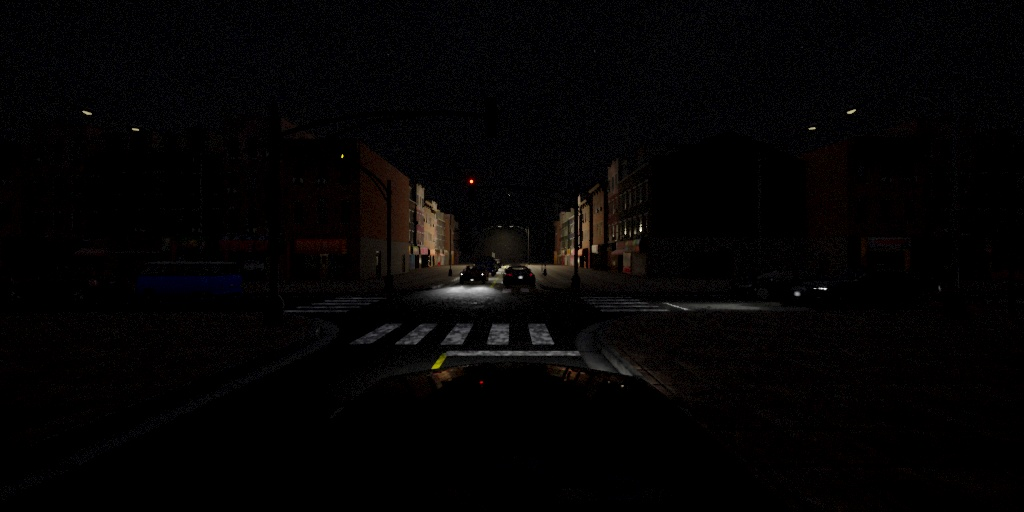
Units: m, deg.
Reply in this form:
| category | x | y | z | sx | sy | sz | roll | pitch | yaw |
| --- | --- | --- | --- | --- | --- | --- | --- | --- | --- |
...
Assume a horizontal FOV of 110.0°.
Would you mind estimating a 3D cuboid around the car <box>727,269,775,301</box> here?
| category | x | y | z | sx | sy | sz | roll | pitch | yaw |
| --- | --- | --- | --- | --- | --- | --- | --- | --- | --- |
| car | 12.291 | 1.267 | 16.480 | 4.403 | 1.370 | 2.007 | 0 | 0 | 0 |

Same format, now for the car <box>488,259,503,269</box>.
| category | x | y | z | sx | sy | sz | roll | pitch | yaw |
| --- | --- | --- | --- | --- | --- | --- | --- | --- | --- |
| car | -2.676 | 1.287 | 57.704 | 2.128 | 1.511 | 4.902 | 0 | 0 | 1 |

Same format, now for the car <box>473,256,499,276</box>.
| category | x | y | z | sx | sy | sz | roll | pitch | yaw |
| --- | --- | --- | --- | --- | --- | --- | --- | --- | --- |
| car | -2.775 | 0.993 | 37.161 | 2.150 | 2.045 | 5.566 | 0 | 0 | 0 |

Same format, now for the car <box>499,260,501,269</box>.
| category | x | y | z | sx | sy | sz | roll | pitch | yaw |
| --- | --- | --- | --- | --- | --- | --- | --- | --- | --- |
| car | -2.742 | 1.284 | 47.310 | 1.837 | 1.490 | 4.892 | 0 | 0 | 0 |

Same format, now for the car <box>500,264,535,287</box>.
| category | x | y | z | sx | sy | sz | roll | pitch | yaw |
| --- | --- | --- | --- | --- | --- | --- | --- | --- | --- |
| car | 0.428 | 1.326 | 24.538 | 1.994 | 1.385 | 4.181 | 0 | 0 | -3 |

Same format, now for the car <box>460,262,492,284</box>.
| category | x | y | z | sx | sy | sz | roll | pitch | yaw |
| --- | --- | --- | --- | --- | --- | --- | --- | --- | --- |
| car | -2.794 | 1.365 | 27.295 | 1.895 | 1.301 | 4.718 | 0 | 0 | 0 |

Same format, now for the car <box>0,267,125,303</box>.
| category | x | y | z | sx | sy | sz | roll | pitch | yaw |
| --- | --- | --- | --- | --- | --- | --- | --- | --- | --- |
| car | -20.186 | 1.239 | 16.397 | 4.097 | 1.591 | 1.967 | 0 | 0 | 0 |

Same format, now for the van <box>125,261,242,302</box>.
| category | x | y | z | sx | sy | sz | roll | pitch | yaw |
| --- | --- | --- | --- | --- | --- | --- | --- | --- | --- |
| van | -14.711 | 1.124 | 16.411 | 3.998 | 1.789 | 1.690 | 0 | 0 | 0 |

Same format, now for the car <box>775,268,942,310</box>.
| category | x | y | z | sx | sy | sz | roll | pitch | yaw |
| --- | --- | --- | --- | --- | --- | --- | --- | --- | --- |
| car | 13.554 | 1.202 | 13.947 | 4.902 | 1.511 | 2.128 | 0 | 0 | 0 |
